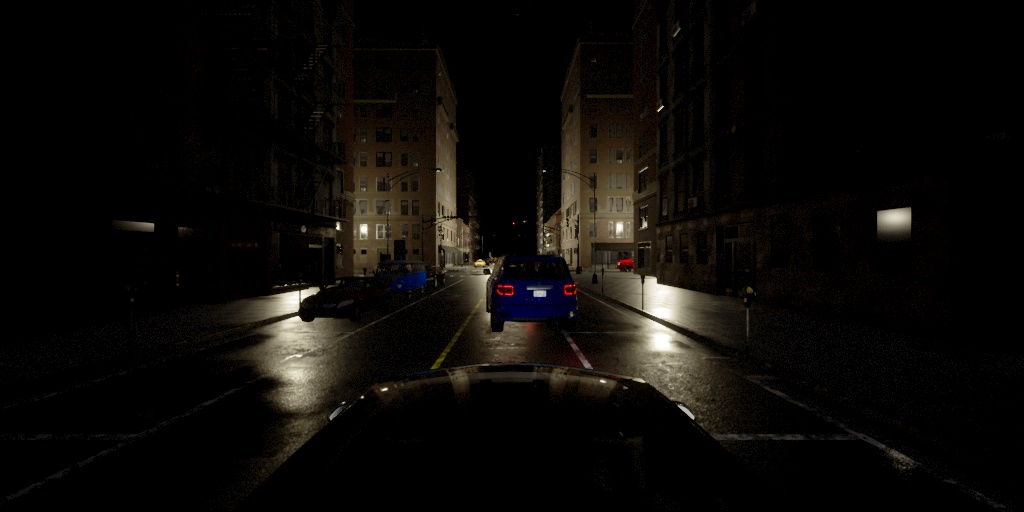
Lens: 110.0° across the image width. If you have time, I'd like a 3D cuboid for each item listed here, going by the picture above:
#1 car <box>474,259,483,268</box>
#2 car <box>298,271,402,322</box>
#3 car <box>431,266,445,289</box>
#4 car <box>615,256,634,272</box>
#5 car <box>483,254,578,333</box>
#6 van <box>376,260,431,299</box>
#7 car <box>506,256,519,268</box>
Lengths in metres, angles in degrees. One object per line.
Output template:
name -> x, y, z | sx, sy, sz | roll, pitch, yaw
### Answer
car -> -5.396, 1.272, 60.765 | 1.751, 1.417, 4.829 | 0, 0, 0
car -> -5.395, 1.331, 12.159 | 1.802, 1.307, 4.207 | 0, 0, 0
car -> -5.394, 1.299, 22.971 | 2.007, 1.370, 4.403 | 0, 0, 0
car -> 15.327, 0.877, 43.024 | 5.566, 2.045, 2.150 | 0, 0, 0
car -> 0.359, 0.971, 11.001 | 2.150, 2.045, 5.566 | 0, 0, -6
van -> -5.394, 1.090, 17.565 | 1.690, 1.789, 3.998 | 0, 0, 0
car -> 0.127, 0.968, 62.916 | 2.150, 2.045, 5.566 | 0, 0, -1
